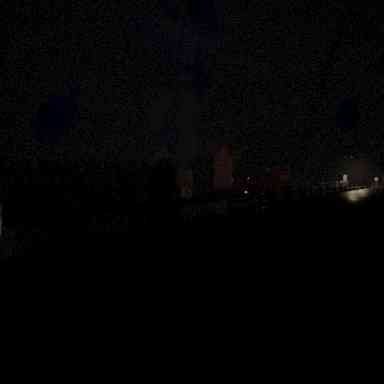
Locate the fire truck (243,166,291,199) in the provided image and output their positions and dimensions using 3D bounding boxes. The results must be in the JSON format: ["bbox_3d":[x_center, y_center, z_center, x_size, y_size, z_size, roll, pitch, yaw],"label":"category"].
[{"bbox_3d":[9.482,-1.249,41.066,2.891,3.827,8.468,2,4,36],"label":"fire truck"}]
